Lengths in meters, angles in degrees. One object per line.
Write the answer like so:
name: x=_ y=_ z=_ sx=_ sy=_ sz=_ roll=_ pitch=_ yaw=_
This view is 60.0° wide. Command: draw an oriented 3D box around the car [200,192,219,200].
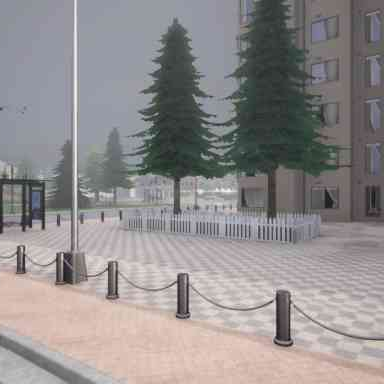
car: x=5.155 y=1.384 z=91.423 sx=3.806 sy=1.475 sz=1.970 roll=0 pitch=0 yaw=35

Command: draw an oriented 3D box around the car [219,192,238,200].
car: x=9.519 y=1.374 z=84.721 sx=3.633 sy=1.501 sz=1.845 roll=0 pitch=0 yaw=35
